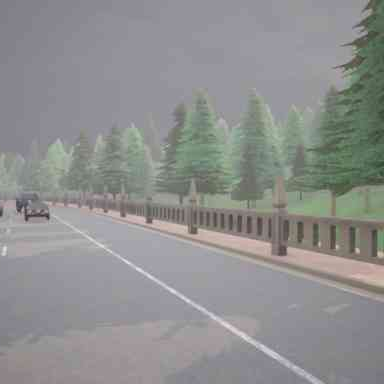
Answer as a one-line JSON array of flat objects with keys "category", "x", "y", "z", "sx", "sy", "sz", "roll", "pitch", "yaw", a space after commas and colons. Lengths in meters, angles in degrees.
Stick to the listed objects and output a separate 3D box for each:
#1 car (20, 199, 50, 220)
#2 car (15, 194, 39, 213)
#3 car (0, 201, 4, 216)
[{"category": "car", "x": -13.068, "y": 1.539, "z": 27.912, "sx": 2.033, "sy": 1.411, "sz": 5.357, "roll": 0, "pitch": 0, "yaw": -28}, {"category": "car", "x": -18.680, "y": 1.212, "z": 37.818, "sx": 2.150, "sy": 2.045, "sz": 5.566, "roll": 0, "pitch": 0, "yaw": -31}, {"category": "car", "x": -19.299, "y": 1.342, "z": 31.978, "sx": 2.097, "sy": 1.767, "sz": 4.553, "roll": 0, "pitch": 0, "yaw": -28}]
